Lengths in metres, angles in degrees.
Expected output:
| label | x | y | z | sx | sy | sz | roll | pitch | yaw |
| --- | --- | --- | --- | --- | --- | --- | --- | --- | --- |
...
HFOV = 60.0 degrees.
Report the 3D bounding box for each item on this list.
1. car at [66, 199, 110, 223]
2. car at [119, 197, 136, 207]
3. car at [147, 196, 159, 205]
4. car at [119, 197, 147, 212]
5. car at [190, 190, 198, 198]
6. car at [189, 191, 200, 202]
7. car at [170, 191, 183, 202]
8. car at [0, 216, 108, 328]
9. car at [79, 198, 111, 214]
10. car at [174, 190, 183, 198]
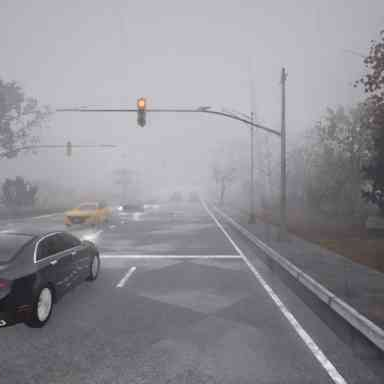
| label | x | y | z | sx | sy | sz | roll | pitch | yaw |
| --- | --- | --- | --- | --- | --- | --- | --- | --- | --- |
| car | -6.990 | 1.477 | 22.722 | 1.882 | 1.535 | 5.008 | 0 | 0 | 0 |
| car | -10.275 | 1.544 | 53.291 | 1.895 | 1.301 | 4.718 | 0 | 1 | 0 |
| car | -6.746 | 1.388 | 56.261 | 1.812 | 1.442 | 4.674 | 0 | 2 | 1 |
| car | -6.880 | 1.477 | 38.929 | 1.882 | 1.535 | 5.008 | 0 | 0 | 0 |
| car | 0.462 | 0.455 | 74.247 | 1.882 | 1.535 | 5.008 | 0 | 3 | 0 |
| car | 0.492 | 1.004 | 63.880 | 2.128 | 1.511 | 4.902 | 0 | 3 | 0 |
| car | -3.007 | 0.839 | 64.409 | 2.097 | 1.767 | 4.553 | 0 | 3 | 0 |
| car | -3.374 | 1.505 | 6.997 | 1.837 | 1.490 | 4.892 | 0 | 0 | 0 |
| car | -10.399 | 1.477 | 36.047 | 1.882 | 1.535 | 5.008 | 0 | 0 | 0 |
| car | -3.032 | 0.445 | 74.460 | 1.882 | 1.535 | 5.008 | 0 | 3 | 0 |
